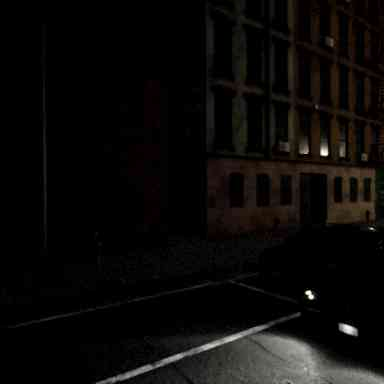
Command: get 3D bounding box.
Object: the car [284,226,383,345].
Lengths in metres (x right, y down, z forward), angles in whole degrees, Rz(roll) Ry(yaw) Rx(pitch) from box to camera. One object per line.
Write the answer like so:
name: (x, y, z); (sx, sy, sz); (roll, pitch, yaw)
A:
car: (4.313, 1.512, 6.215); (5.357, 1.411, 2.033); (0, 0, -36)

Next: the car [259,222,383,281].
car: (3.701, 1.530, 8.900); (4.313, 1.339, 1.947); (0, 0, -36)
